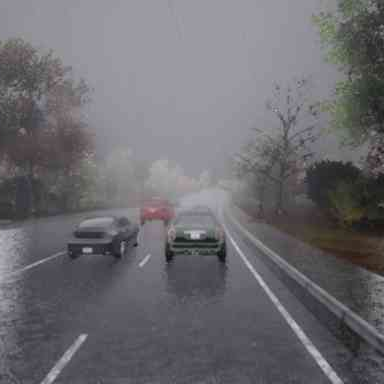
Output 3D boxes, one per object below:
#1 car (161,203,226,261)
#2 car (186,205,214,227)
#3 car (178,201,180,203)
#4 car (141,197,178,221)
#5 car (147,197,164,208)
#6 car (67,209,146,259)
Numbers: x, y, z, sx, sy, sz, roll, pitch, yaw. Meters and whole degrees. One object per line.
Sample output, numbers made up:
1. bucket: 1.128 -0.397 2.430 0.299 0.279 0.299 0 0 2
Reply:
1. car: 0.185 1.499 13.089 2.097 1.767 4.553 0 -1 2
2. car: 0.733 1.850 27.030 2.033 1.411 5.357 0 -1 3
3. car: -3.401 2.255 63.343 2.033 1.411 5.357 0 -1 6
4. car: -2.762 1.530 27.249 2.150 2.045 5.566 0 0 3
5. car: -6.887 1.937 63.664 2.150 2.045 5.566 0 -1 6
6. car: -3.313 1.656 13.243 1.837 1.490 4.892 0 0 2
